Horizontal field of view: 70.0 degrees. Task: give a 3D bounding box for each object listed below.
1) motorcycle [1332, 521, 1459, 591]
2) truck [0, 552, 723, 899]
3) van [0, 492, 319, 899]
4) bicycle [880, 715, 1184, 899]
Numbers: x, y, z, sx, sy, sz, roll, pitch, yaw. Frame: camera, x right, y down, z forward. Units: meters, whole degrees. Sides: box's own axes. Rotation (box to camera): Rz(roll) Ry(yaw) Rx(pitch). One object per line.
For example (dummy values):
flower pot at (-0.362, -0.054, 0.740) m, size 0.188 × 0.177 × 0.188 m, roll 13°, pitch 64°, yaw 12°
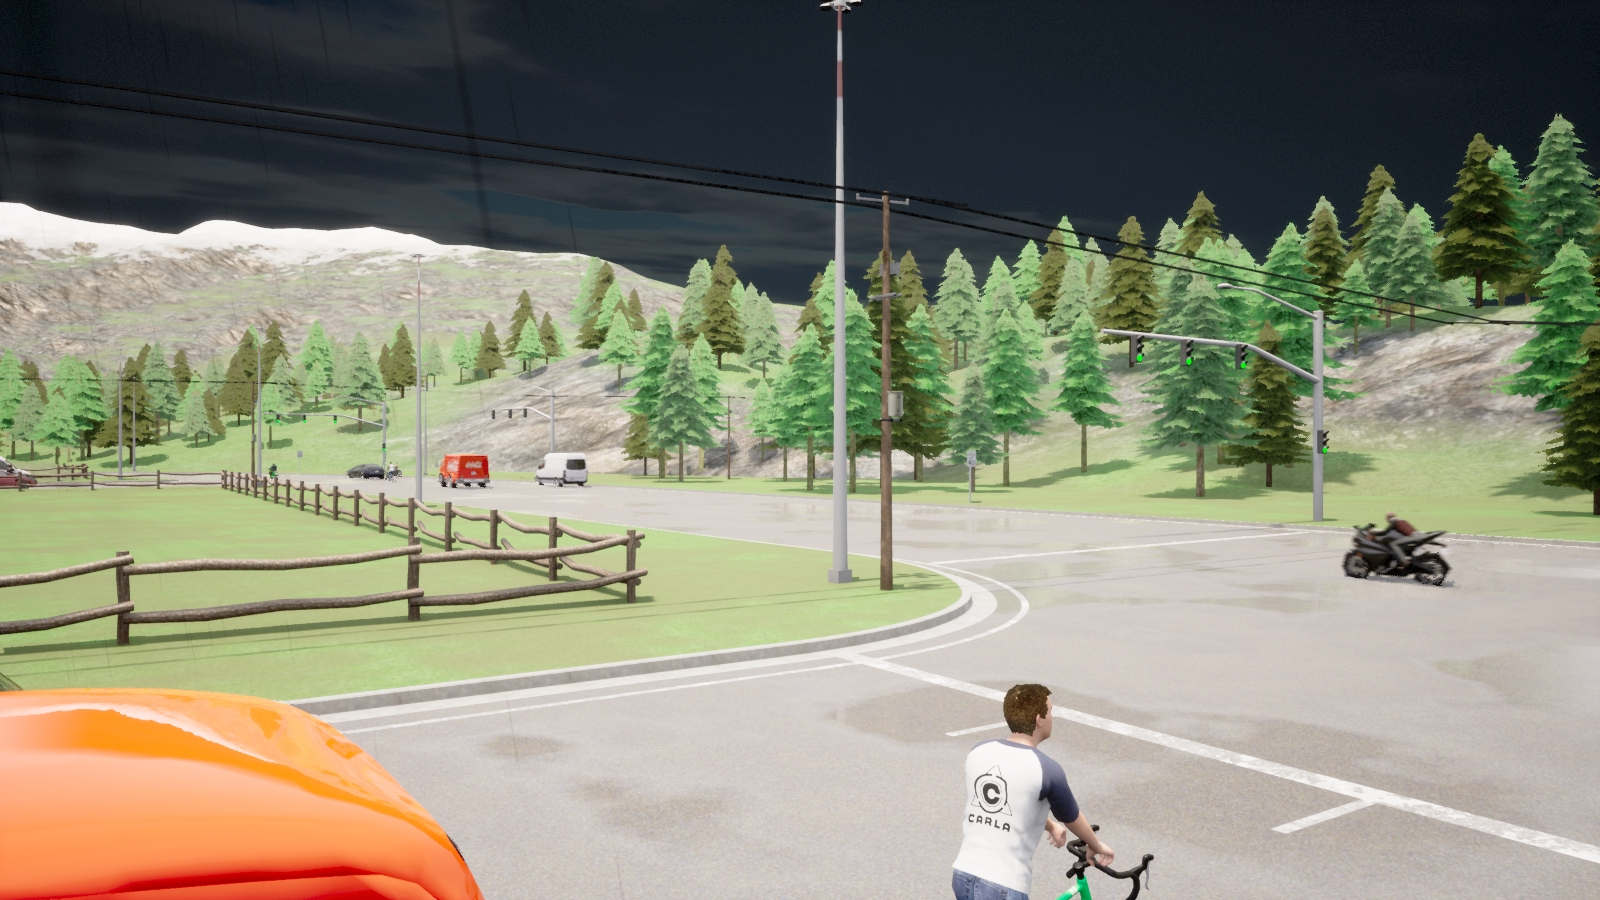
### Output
motorcycle at (12.490, 2.189, 24.026) m, size 0.867 × 1.251 × 2.209 m, roll 0°, pitch 0°, yaw -35°
truck at (-3.060, 1.546, 1.723) m, size 5.204 × 2.467 × 2.627 m, roll 2°, pitch -1°, yaw -34°
van at (-5.215, 1.535, 4.399) m, size 5.915 × 2.561 × 1.988 m, roll 0°, pitch 0°, yaw -35°
bicycle at (1.060, 2.053, 4.957) m, size 1.643 × 1.496 × 0.373 m, roll 0°, pitch 0°, yaw -41°
